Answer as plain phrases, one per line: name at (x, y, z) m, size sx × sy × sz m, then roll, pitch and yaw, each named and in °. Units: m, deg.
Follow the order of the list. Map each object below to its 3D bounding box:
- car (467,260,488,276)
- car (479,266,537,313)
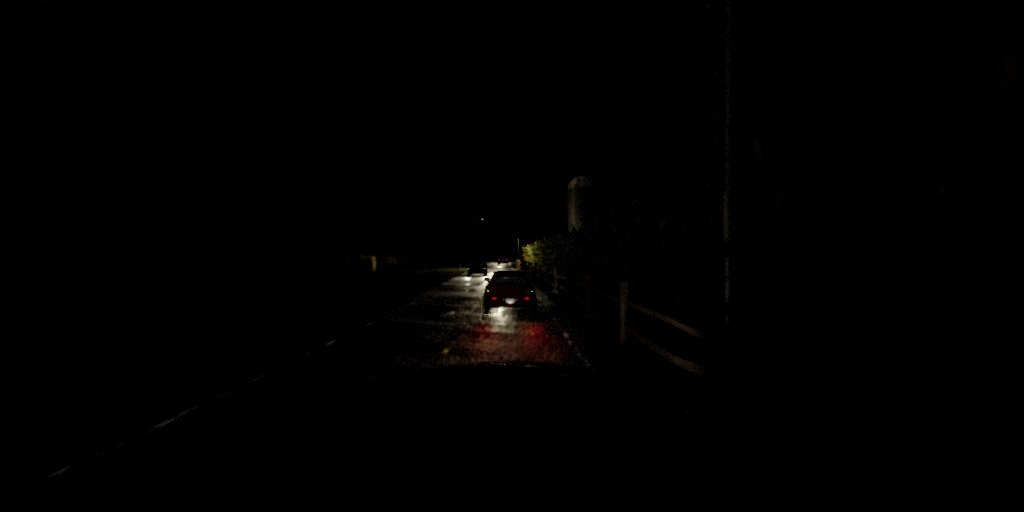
car at (-3.483, 1.204, 36.900) m, size 1.882 × 1.535 × 5.008 m, roll 0°, pitch 0°, yaw -2°
car at (-0.090, 1.269, 13.800) m, size 1.812 × 1.442 × 4.674 m, roll 0°, pitch 0°, yaw -1°
